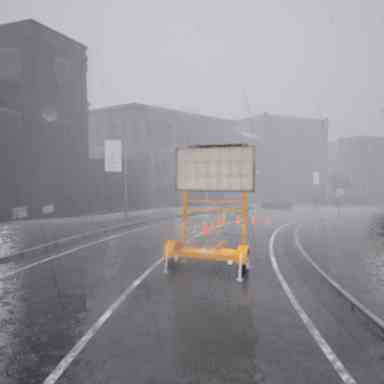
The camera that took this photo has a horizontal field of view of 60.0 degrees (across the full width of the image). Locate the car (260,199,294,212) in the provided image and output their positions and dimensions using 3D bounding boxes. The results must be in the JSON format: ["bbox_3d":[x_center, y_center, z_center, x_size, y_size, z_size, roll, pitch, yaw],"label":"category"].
[{"bbox_3d":[9.434,1.404,36.685,1.895,1.301,4.718,4,2,41],"label":"car"}]

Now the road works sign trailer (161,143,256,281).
[{"bbox_3d":[0.698,0.391,9.893,2.380,3.560,2.880,1,0,19],"label":"road works sign trailer"}]

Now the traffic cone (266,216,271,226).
[{"bbox_3d":[5.021,1.879,21.761,0.340,0.580,0.340,2,1,14],"label":"traffic cone"}]
